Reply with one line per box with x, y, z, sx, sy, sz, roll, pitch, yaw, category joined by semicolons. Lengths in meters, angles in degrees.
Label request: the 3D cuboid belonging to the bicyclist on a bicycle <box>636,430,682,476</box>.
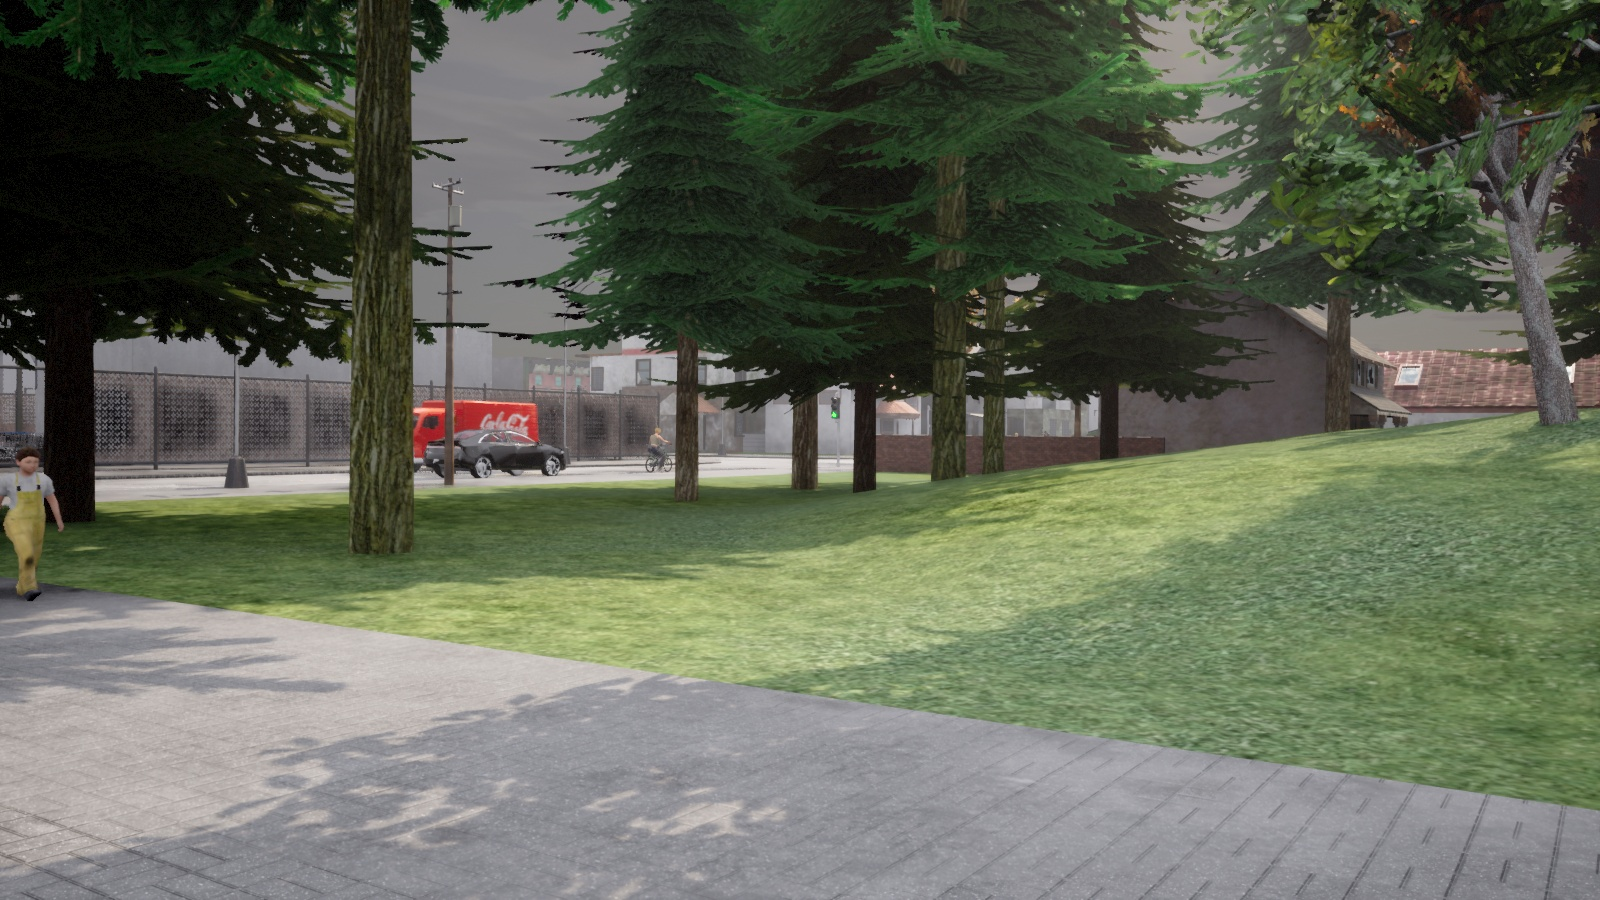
-5.094;0.094;45.401;0.866;1.612;1.509;0;1;33;bicyclist on a bicycle

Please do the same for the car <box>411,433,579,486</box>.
-9.367;0.240;38.970;2.128;1.511;4.902;0;1;34;car

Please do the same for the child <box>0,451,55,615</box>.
-6.136;0.641;9.919;0.437;1.263;0.270;0;1;37;child

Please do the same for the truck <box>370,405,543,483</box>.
-11.615;-0.235;42.816;2.627;2.467;5.204;0;1;34;truck
